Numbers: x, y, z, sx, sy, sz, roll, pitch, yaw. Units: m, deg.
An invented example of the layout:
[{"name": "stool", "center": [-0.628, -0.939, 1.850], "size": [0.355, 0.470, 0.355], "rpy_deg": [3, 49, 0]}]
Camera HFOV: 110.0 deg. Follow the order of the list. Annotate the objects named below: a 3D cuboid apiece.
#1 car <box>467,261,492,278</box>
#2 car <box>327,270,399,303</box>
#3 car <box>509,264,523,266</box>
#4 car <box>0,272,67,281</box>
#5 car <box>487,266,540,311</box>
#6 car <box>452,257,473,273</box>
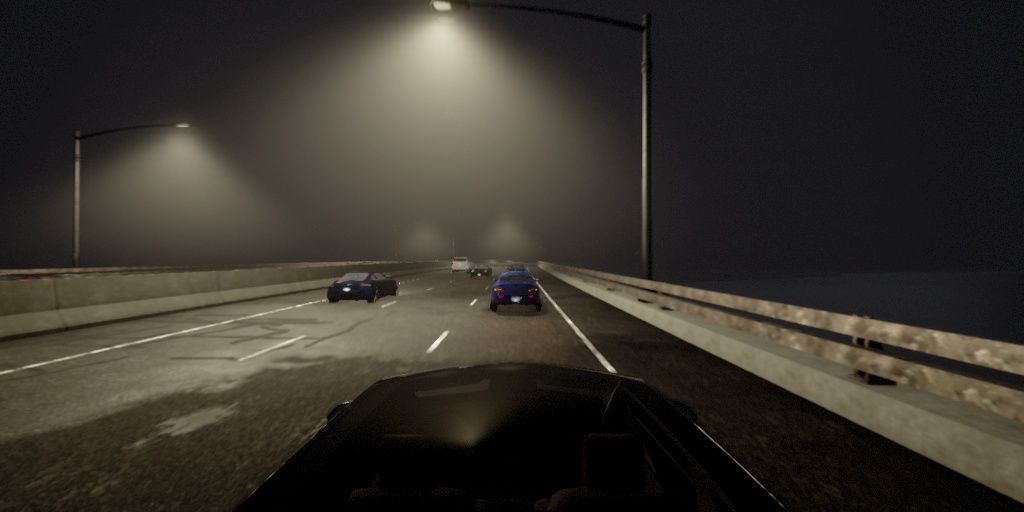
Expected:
[{"name": "car", "center": [-3.059, 1.480, 36.376], "size": [1.895, 1.301, 4.718], "rpy_deg": [0, 0, 1]}, {"name": "car", "center": [-6.833, 1.360, 16.853], "size": [1.994, 1.385, 4.181], "rpy_deg": [0, 0, 1]}, {"name": "car", "center": [0.390, 1.417, 33.924], "size": [2.033, 1.411, 5.357], "rpy_deg": [0, 0, 1]}, {"name": "car", "center": [-17.481, 1.339, 12.641], "size": [1.994, 1.385, 4.181], "rpy_deg": [0, 0, 1]}, {"name": "car", "center": [0.148, 1.319, 14.694], "size": [1.812, 1.442, 4.674], "rpy_deg": [0, 0, 0]}, {"name": "car", "center": [-6.322, 1.152, 46.719], "size": [2.150, 2.045, 5.566], "rpy_deg": [0, 0, 2]}]
